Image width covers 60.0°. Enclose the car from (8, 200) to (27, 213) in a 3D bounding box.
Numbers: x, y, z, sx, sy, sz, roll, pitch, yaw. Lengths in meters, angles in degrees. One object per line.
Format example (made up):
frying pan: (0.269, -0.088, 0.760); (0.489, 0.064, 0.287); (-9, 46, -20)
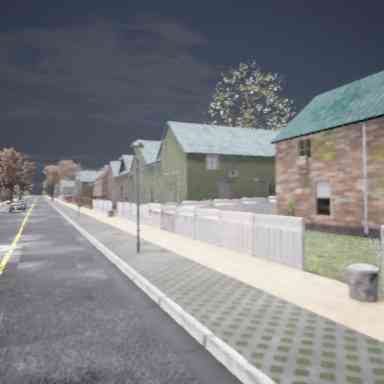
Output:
car: (-21.834, 1.732, 41.752); (2.128, 1.511, 4.902); (0, 0, -25)
